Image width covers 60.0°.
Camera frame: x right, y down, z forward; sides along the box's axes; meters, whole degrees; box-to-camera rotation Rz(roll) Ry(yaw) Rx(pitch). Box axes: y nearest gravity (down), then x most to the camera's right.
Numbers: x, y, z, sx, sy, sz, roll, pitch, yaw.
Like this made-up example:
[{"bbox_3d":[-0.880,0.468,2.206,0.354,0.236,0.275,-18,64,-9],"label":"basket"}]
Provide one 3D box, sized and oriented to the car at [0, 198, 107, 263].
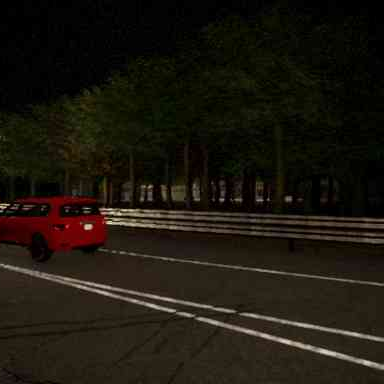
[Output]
[{"bbox_3d":[-5.570,1.227,12.259,5.566,2.045,2.150,0,0,34],"label":"car"}]
